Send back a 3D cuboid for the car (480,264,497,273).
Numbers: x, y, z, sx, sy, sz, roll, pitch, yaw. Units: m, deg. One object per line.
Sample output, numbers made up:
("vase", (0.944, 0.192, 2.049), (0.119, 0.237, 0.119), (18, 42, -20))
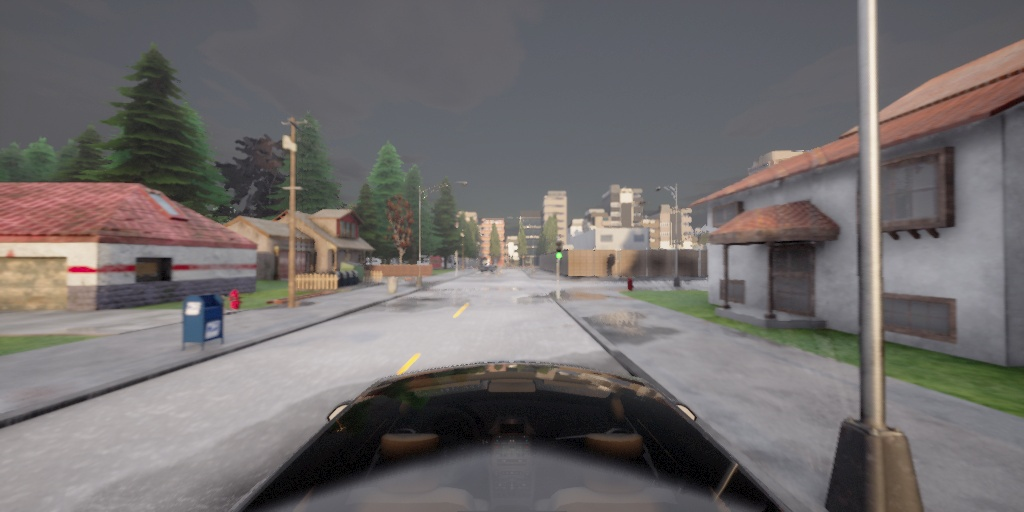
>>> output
("car", (-4.017, 2.056, 58.343), (1.994, 1.385, 4.181), (0, -1, 1))
